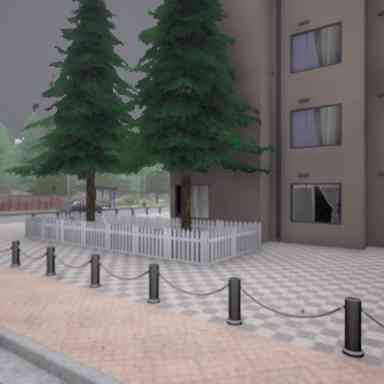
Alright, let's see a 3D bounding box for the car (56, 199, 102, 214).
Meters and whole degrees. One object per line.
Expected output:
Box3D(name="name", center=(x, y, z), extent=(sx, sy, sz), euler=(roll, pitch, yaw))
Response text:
Box3D(name="car", center=(-11.160, 1.468, 33.091), extent=(1.812, 1.442, 4.674), euler=(0, 0, 37))
